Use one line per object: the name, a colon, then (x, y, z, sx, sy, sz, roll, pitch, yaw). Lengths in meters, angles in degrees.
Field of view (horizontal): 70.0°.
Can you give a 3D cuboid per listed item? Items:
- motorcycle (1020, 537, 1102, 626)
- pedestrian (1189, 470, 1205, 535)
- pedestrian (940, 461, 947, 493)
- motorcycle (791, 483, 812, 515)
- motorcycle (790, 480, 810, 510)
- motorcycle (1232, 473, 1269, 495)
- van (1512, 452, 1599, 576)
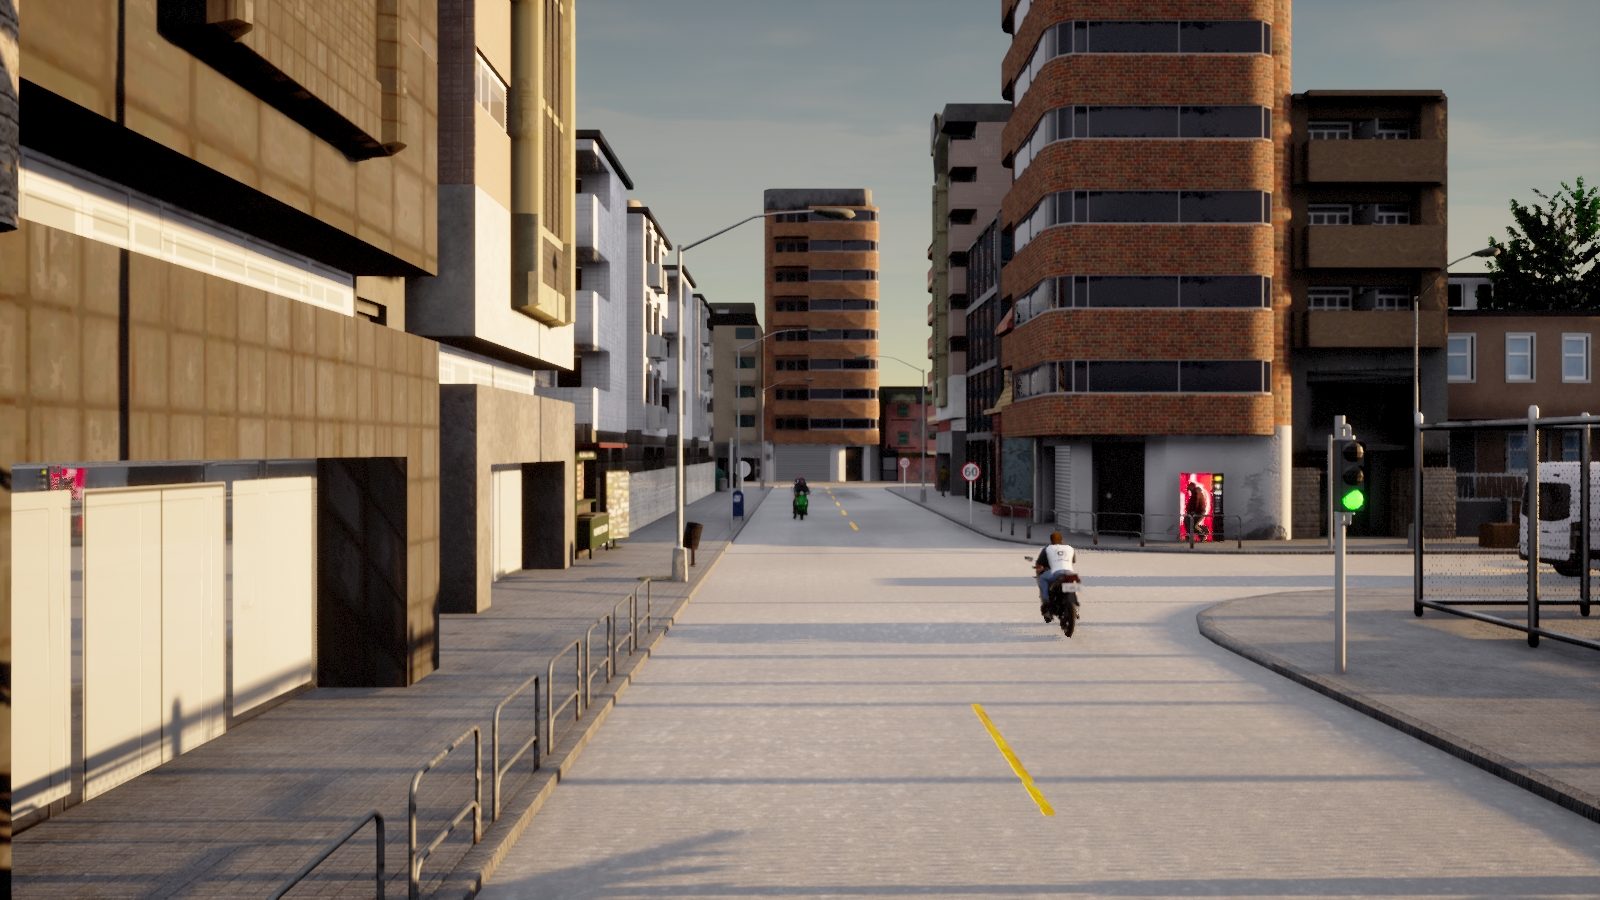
motorcycle: (4.016, 1.996, 17.727, 0.803, 1.145, 2.033, 0, 0, 0)
pedestrian: (11.521, 1.522, 33.150, 0.375, 1.860, 0.375, 0, 0, 10)
pedestrian: (8.212, 1.534, 65.428, 0.375, 1.860, 0.375, 0, 0, 1)
motorcycle: (0.063, 1.970, 46.521, 0.856, 1.236, 1.805, 0, 0, 0)
motorcycle: (0.019, 1.970, 50.389, 0.856, 1.236, 1.805, 0, 0, 0)
motorcycle: (26.199, 1.973, 66.511, 1.805, 1.236, 0.856, 0, 0, 2)
van: (18.906, 1.319, 24.582, 5.915, 2.561, 1.988, 0, 0, 0)
